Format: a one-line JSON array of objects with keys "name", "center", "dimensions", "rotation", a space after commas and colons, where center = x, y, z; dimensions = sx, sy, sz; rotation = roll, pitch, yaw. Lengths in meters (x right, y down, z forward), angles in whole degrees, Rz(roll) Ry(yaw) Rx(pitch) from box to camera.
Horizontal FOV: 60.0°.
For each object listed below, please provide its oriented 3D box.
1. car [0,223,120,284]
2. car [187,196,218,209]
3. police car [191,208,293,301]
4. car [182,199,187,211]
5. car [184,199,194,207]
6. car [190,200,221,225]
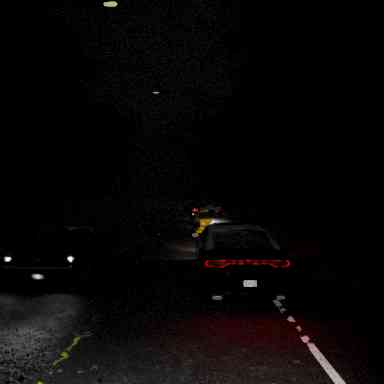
[{"name": "car", "center": [-3.521, 1.628, 9.787], "dimensions": [1.895, 1.301, 4.718], "rotation": [0, 0, 0]}, {"name": "car", "center": [0.924, 1.317, 24.513], "dimensions": [2.150, 2.045, 5.566], "rotation": [-1, 0, -1]}, {"name": "police car", "center": [1.040, 1.449, 8.566], "dimensions": [1.930, 1.638, 5.238], "rotation": [0, 0, 0]}, {"name": "car", "center": [-0.309, 1.782, 45.327], "dimensions": [2.128, 1.511, 4.902], "rotation": [0, -1, 0]}, {"name": "car", "center": [-0.580, 1.966, 59.412], "dimensions": [1.812, 1.442, 4.674], "rotation": [0, -1, -1]}, {"name": "car", "center": [0.978, 1.517, 18.659], "dimensions": [1.801, 1.575, 5.366], "rotation": [-1, 0, 0]}]
